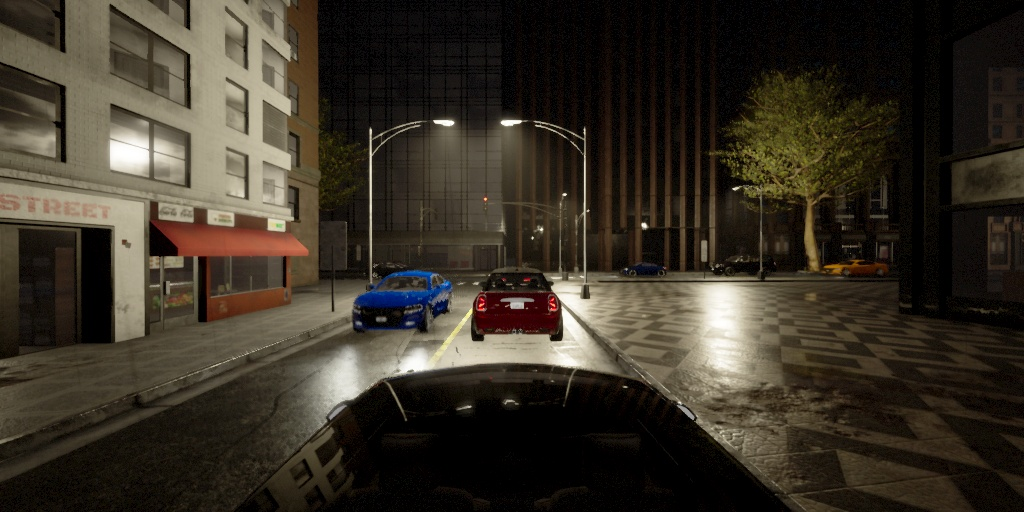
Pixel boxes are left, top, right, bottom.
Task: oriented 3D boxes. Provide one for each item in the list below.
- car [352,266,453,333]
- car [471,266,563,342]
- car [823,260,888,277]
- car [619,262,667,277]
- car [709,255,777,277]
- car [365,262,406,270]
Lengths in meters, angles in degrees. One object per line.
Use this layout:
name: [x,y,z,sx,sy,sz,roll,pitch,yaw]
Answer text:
car: [-3.056,1.226,10.907,1.882,1.535,5.008,0,0,0]
car: [0.122,1.101,9.955,2.097,1.767,4.553,0,0,0]
car: [32.199,1.115,33.707,5.008,1.535,1.882,0,0,0]
car: [12.318,1.256,33.823,4.181,1.385,1.994,0,0,0]
car: [21.703,0.884,33.764,5.566,2.045,2.150,0,0,0]
car: [-10.122,1.281,30.742,4.902,1.511,2.128,0,0,0]
